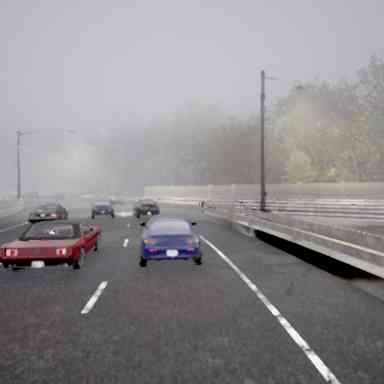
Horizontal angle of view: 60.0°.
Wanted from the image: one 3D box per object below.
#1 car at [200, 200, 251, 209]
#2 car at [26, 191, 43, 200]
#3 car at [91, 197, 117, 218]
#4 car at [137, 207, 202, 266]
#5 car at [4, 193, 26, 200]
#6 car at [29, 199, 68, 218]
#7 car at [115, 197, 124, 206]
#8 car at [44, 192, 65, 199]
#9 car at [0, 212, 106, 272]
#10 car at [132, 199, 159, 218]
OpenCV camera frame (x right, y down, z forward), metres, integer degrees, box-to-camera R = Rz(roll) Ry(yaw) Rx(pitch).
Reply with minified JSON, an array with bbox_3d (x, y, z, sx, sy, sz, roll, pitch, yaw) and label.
[{"bbox_3d":[3.048,1.387,31.278,4.718,1.301,1.895,0,0,42],"label":"car"},{"bbox_3d":[-38.420,0.818,79.236,5.566,2.045,2.150,0,0,41],"label":"car"},{"bbox_3d":[-7.716,1.411,28.718,1.812,1.442,4.674,0,0,-16],"label":"car"},{"bbox_3d":[-0.776,1.473,11.303,1.812,1.442,4.674,0,0,-6],"label":"car"},{"bbox_3d":[-40.783,1.092,76.656,5.008,1.535,1.882,0,0,41],"label":"car"},{"bbox_3d":[-9.681,1.467,22.711,2.033,1.411,5.357,0,0,-14],"label":"car"},{"bbox_3d":[-11.865,1.345,49.552,1.895,1.301,4.718,0,0,-35],"label":"car"},{"bbox_3d":[-31.565,0.948,77.349,5.566,2.045,2.150,0,0,44],"label":"car"},{"bbox_3d":[-4.190,1.561,10.747,1.895,1.301,4.718,0,0,-6],"label":"car"},{"bbox_3d":[-3.927,1.378,28.138,1.837,1.490,4.892,0,0,-15],"label":"car"}]
